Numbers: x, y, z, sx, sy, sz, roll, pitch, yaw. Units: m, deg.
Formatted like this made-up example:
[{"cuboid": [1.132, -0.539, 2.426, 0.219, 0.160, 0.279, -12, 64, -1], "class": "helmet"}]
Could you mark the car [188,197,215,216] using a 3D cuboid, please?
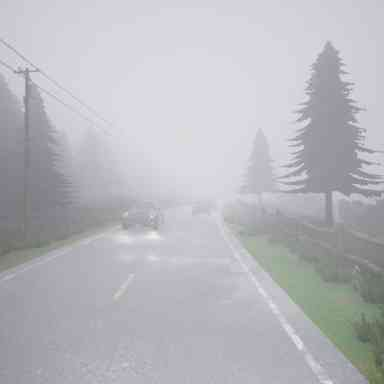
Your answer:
[{"cuboid": [1.035, 1.560, 33.114, 2.033, 1.411, 5.357, 0, 0, 4], "class": "car"}]

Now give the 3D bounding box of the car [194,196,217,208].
[{"cuboid": [2.087, 1.369, 44.937, 2.097, 1.767, 4.553, 0, 0, 10], "class": "car"}]

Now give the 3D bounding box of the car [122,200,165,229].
[{"cuboid": [-3.018, 1.360, 21.395, 2.097, 1.767, 4.553, 0, 0, 3], "class": "car"}]

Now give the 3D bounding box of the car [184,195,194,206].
[{"cuboid": [0.048, 1.372, 54.701, 2.097, 1.767, 4.553, 0, 0, 8], "class": "car"}]
